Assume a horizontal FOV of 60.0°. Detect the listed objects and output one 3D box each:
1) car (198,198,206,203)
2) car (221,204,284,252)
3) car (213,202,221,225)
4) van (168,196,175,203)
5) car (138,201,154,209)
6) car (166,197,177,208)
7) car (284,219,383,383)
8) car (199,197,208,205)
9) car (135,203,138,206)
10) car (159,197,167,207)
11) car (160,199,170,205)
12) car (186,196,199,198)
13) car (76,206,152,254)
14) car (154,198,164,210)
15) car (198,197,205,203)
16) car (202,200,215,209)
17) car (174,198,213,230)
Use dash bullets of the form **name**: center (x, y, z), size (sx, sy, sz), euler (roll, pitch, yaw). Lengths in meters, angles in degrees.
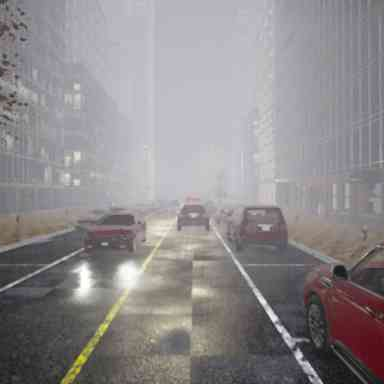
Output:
- **car**: center (2.649, 2.281, 88.474), size (1.802, 1.307, 4.206), euler (0, 0, 0)
- **car**: center (2.687, 1.439, 14.482), size (2.192, 1.841, 5.009), euler (0, 0, 0)
- **car**: center (2.681, 1.744, 26.033), size (1.752, 1.417, 4.829), euler (0, 0, 0)
- **van**: center (-5.733, 2.082, 94.178), size (1.690, 1.788, 3.998), euler (0, 0, 0)
- **car**: center (-5.706, 1.892, 37.254), size (1.802, 1.307, 4.206), euler (0, 0, 0)
- **car**: center (-3.030, 2.033, 58.886), size (1.837, 1.490, 4.892), euler (0, 0, 0)
- **car**: center (2.693, 1.343, 3.098), size (2.192, 1.841, 5.009), euler (0, 0, 0)
- **car**: center (2.656, 2.055, 77.091), size (1.967, 1.590, 4.097), euler (0, 0, 0)
- **car**: center (-5.700, 1.784, 25.872), size (1.947, 1.339, 4.313), euler (0, 0, 0)
- **car**: center (-5.717, 2.032, 60.024), size (1.887, 1.381, 4.507), euler (0, 0, 0)
- **car**: center (-5.723, 2.155, 71.408), size (1.802, 1.307, 4.206), euler (0, 0, 0)
- **car**: center (0.077, 1.555, 40.590), size (2.150, 2.045, 5.566), euler (0, -1, 0)
- **car**: center (-3.108, 1.601, 14.381), size (1.882, 1.535, 5.008), euler (0, 0, 0)
- **car**: center (-5.712, 1.950, 48.640), size (2.008, 1.369, 4.403), euler (0, 0, 0)
- **car**: center (2.646, 2.267, 94.336), size (1.752, 1.417, 4.829), euler (0, 0, 0)
- **car**: center (2.666, 2.008, 54.323), size (1.947, 1.339, 4.313), euler (0, 0, 0)
- **car**: center (0.090, 1.547, 22.860), size (2.097, 1.767, 4.553), euler (0, 0, 0)
